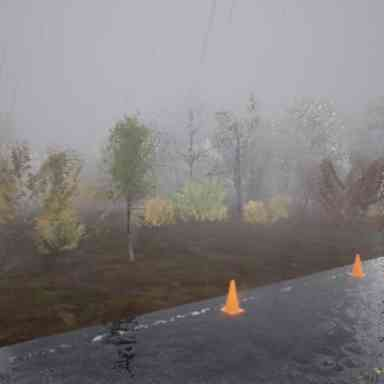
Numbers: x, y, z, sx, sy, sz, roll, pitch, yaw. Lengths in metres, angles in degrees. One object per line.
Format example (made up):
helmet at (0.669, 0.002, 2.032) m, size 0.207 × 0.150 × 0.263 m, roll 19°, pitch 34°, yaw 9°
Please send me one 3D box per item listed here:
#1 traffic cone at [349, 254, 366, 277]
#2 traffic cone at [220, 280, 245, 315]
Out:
traffic cone at (4.716, 2.071, 9.463) m, size 0.340 × 0.580 × 0.340 m, roll 1°, pitch -1°, yaw -38°
traffic cone at (0.790, 2.010, 6.459) m, size 0.340 × 0.580 × 0.340 m, roll 1°, pitch -1°, yaw -37°
